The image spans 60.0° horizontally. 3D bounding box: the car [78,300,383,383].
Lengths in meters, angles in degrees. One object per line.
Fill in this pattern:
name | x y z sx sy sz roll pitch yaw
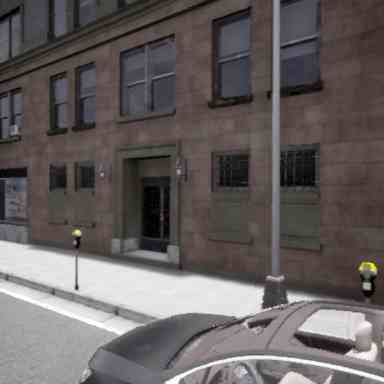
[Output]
car | 0.974 1.550 2.383 4.403 1.369 2.008 0 0 36
